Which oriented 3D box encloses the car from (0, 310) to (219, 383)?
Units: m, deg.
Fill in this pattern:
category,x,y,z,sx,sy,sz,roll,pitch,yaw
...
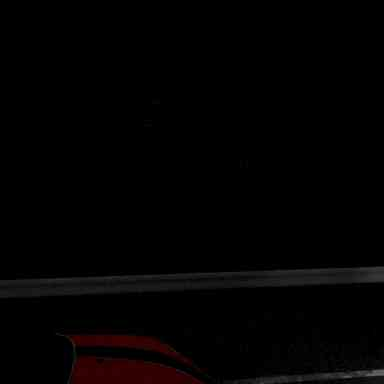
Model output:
category,x,y,z,sx,sy,sz,roll,pitch,yaw
car,-1.841,1.352,1.677,4.553,1.767,2.097,0,0,-7
